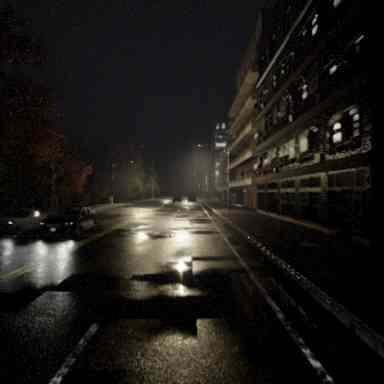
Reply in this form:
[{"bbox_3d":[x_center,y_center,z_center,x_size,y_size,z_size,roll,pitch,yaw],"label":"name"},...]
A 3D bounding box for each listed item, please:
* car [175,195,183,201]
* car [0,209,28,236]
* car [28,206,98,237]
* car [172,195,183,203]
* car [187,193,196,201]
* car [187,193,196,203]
[{"bbox_3d":[-3.271,1.485,82.369,1.837,1.490,4.892,0,0,0],"label":"car"},{"bbox_3d":[-9.800,1.629,18.819,1.895,1.301,4.718,0,0,0],"label":"car"},{"bbox_3d":[-6.555,1.519,18.163,2.128,1.511,4.902,0,0,0],"label":"car"},{"bbox_3d":[-3.268,1.623,71.946,1.837,1.490,4.892,0,0,0],"label":"car"},{"bbox_3d":[-0.020,1.211,82.400,2.150,2.045,5.566,0,0,0],"label":"car"},{"bbox_3d":[-0.017,1.601,71.947,1.882,1.535,5.008,0,0,0],"label":"car"}]
